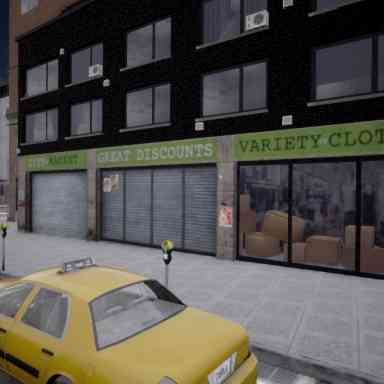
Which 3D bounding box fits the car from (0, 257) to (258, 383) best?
[{"bbox_3d":[-1.615,1.524,4.240,4.829,1.417,1.752,0,1,35],"label":"car"}]
